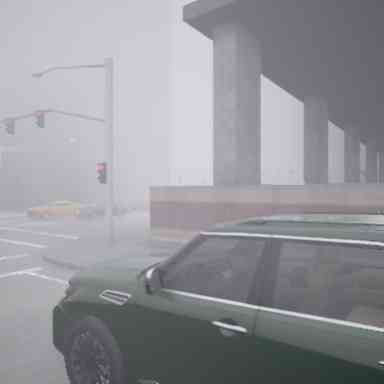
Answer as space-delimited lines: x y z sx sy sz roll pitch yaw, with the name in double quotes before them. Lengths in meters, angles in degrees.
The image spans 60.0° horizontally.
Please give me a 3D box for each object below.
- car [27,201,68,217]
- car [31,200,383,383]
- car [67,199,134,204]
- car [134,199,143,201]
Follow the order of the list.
"car" -11.900 1.536 29.291 1.882 1.535 5.008 0 0 36
"car" 0.967 1.223 3.299 5.566 2.045 2.150 0 0 35
"car" -7.851 1.549 28.928 2.128 1.511 4.902 0 0 36
"car" -6.407 1.550 36.937 2.128 1.511 4.902 0 0 36
